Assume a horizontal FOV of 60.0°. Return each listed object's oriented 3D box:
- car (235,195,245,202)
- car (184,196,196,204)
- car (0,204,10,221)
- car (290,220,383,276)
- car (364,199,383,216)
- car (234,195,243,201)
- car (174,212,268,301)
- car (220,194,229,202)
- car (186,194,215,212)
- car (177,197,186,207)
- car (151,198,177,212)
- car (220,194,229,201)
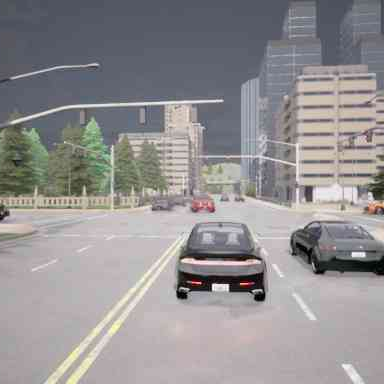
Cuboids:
[{"bbox_3d":[11.002,1.589,76.141,1.895,1.301,4.718,0,0,5],"label":"car"},{"bbox_3d":[-0.435,1.562,67.115,1.994,1.385,4.181,0,0,6],"label":"car"},{"bbox_3d":[-16.619,1.221,24.784,5.566,2.045,2.150,0,0,7],"label":"car"},{"bbox_3d":[4.404,1.564,10.446,1.994,1.385,4.181,0,0,5],"label":"car"},{"bbox_3d":[19.183,1.353,32.155,4.553,1.767,2.097,0,0,7],"label":"car"},{"bbox_3d":[11.896,1.536,85.447,2.033,1.411,5.357,0,0,5],"label":"car"},{"bbox_3d":[0.710,1.491,8.339,2.128,1.511,4.902,0,0,5],"label":"car"},{"bbox_3d":[7.612,1.548,77.449,1.994,1.385,4.181,0,0,5],"label":"car"},{"bbox_3d":[0.995,1.221,36.589,2.150,2.045,5.566,0,0,-7],"label":"car"},{"bbox_3d":[-2.075,1.563,50.797,1.994,1.385,4.181,0,0,6],"label":"car"},{"bbox_3d":[-3.324,1.564,38.138,1.994,1.385,4.181,0,0,6],"label":"car"},{"bbox_3d":[8.409,1.352,85.751,2.097,1.767,4.553,0,0,5],"label":"car"}]
